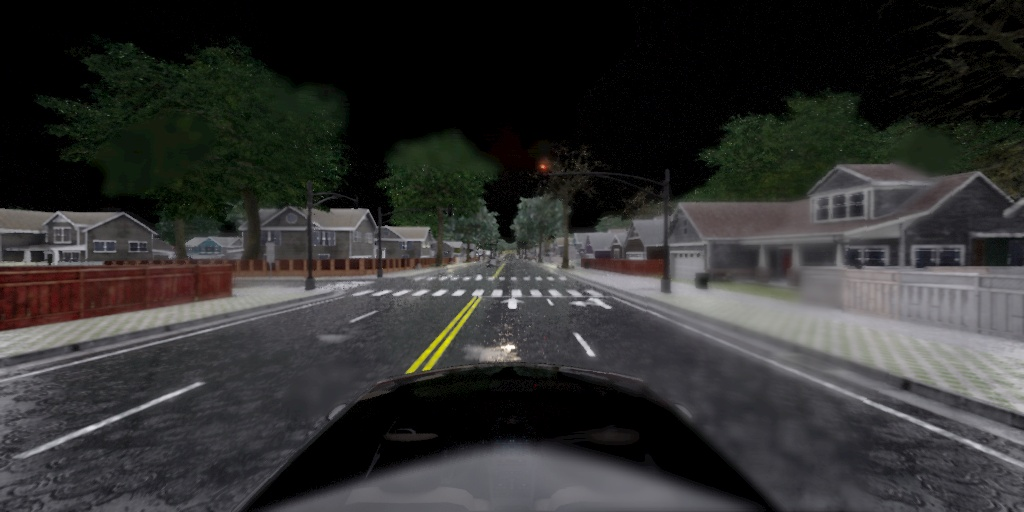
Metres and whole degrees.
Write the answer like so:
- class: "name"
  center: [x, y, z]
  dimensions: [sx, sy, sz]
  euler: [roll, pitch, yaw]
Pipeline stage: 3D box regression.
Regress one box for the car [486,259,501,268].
- class: "car"
  center: [-3.234, 1.252, 58.696]
  dimensions: [1.837, 1.490, 4.892]
  euler: [0, 2, 0]
